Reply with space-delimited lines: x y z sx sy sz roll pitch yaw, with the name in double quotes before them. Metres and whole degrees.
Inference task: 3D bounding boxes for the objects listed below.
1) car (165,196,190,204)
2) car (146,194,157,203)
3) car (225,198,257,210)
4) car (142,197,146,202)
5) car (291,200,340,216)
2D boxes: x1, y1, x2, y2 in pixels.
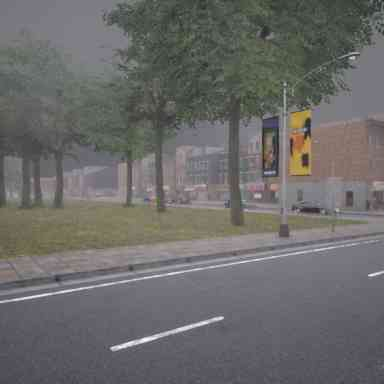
"car" -2.296 1.381 58.695 2.128 1.511 4.902 1 0 -35
"car" -5.637 1.211 58.513 2.097 1.767 4.553 1 0 -35
"car" 6.080 1.506 41.992 1.812 1.442 4.674 1 0 -36
"car" -8.301 1.332 67.009 1.882 1.535 5.008 1 0 -36
"car" 12.284 1.568 33.307 2.128 1.511 4.902 1 0 -36
